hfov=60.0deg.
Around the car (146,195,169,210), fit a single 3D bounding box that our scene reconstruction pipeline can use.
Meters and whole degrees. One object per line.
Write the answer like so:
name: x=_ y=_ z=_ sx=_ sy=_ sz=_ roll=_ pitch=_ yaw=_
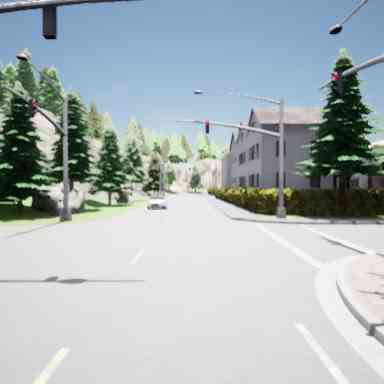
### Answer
car: x=-3.505 y=1.026 z=34.057 sx=1.812 sy=1.442 sz=4.674 roll=0 pitch=1 yaw=0
